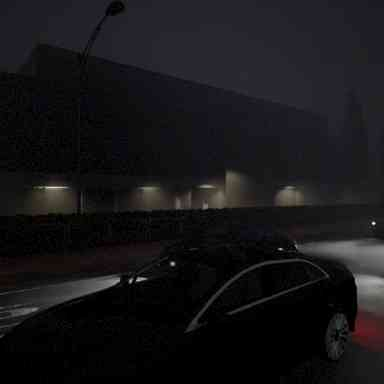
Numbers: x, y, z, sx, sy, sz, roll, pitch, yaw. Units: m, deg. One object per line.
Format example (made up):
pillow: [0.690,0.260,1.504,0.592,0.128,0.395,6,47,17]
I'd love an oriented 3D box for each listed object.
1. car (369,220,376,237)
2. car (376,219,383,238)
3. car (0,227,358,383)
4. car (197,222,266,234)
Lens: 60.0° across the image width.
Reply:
car: [10.881,1.601,16.748,4.718,1.301,1.895,0,0,-37]
car: [7.605,1.505,9.842,4.892,1.490,1.837,0,0,-37]
car: [0.257,1.492,4.172,4.902,1.511,2.128,0,0,-39]
car: [1.114,1.563,9.293,4.181,1.385,1.994,0,0,-37]
